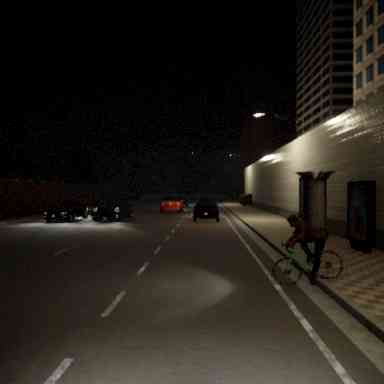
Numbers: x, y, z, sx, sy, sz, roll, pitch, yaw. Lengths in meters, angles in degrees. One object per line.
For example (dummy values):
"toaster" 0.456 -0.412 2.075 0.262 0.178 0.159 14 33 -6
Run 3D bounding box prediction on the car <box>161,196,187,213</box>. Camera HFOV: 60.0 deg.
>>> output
"car" -2.041 1.232 35.385 2.097 1.767 4.553 0 0 3

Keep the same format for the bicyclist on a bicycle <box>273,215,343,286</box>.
"bicyclist on a bicycle" 2.628 1.337 7.779 1.656 1.620 0.582 -9 0 2

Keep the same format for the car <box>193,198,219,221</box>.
"car" 1.110 1.390 26.039 1.882 1.535 5.008 0 0 2

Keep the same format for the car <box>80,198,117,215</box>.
"car" -9.234 1.375 33.362 2.128 1.511 4.902 0 0 3

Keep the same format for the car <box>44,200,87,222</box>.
"car" -9.528 1.419 25.509 1.837 1.490 4.892 0 0 3

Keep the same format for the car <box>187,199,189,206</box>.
"car" -1.513 1.338 48.376 1.837 1.490 4.892 0 0 3

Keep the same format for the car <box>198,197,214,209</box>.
"car" 1.839 1.417 43.691 1.994 1.385 4.181 0 0 3

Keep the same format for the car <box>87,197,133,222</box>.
"car" -6.022 1.261 25.560 2.097 1.767 4.553 0 0 3
